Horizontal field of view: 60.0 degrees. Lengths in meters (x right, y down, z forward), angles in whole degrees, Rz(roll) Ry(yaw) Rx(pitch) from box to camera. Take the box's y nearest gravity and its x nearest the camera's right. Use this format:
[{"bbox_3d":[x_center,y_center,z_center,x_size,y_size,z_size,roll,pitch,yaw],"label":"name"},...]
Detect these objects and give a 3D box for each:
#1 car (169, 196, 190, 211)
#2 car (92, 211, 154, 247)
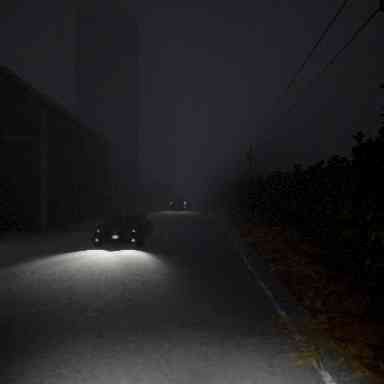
[{"bbox_3d":[-1.442,1.279,39.586,2.097,1.767,4.553,0,0,5],"label":"car"},{"bbox_3d":[-2.909,1.541,14.803,1.994,1.385,4.181,0,0,2],"label":"car"}]
